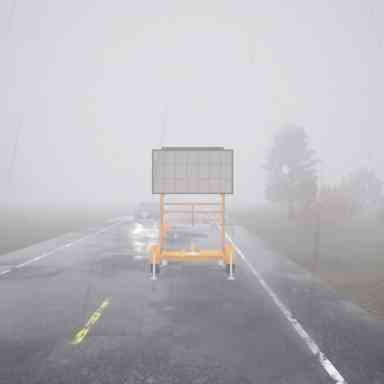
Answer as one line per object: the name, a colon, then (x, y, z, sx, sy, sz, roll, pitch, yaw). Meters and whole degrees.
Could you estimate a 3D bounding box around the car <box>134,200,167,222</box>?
car: (-3.449, 1.499, 26.772, 2.128, 1.511, 4.902, 0, 0, 0)

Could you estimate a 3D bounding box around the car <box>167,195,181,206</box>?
car: (-3.392, 1.512, 56.388, 1.882, 1.535, 5.008, 0, 0, 0)

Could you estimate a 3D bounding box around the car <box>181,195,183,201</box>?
car: (-3.336, 1.559, 85.518, 2.128, 1.511, 4.902, 0, 0, 0)

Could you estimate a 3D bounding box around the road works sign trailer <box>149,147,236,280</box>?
road works sign trailer: (0.019, 0.465, 9.955, 2.380, 3.560, 2.880, 0, 0, 0)
